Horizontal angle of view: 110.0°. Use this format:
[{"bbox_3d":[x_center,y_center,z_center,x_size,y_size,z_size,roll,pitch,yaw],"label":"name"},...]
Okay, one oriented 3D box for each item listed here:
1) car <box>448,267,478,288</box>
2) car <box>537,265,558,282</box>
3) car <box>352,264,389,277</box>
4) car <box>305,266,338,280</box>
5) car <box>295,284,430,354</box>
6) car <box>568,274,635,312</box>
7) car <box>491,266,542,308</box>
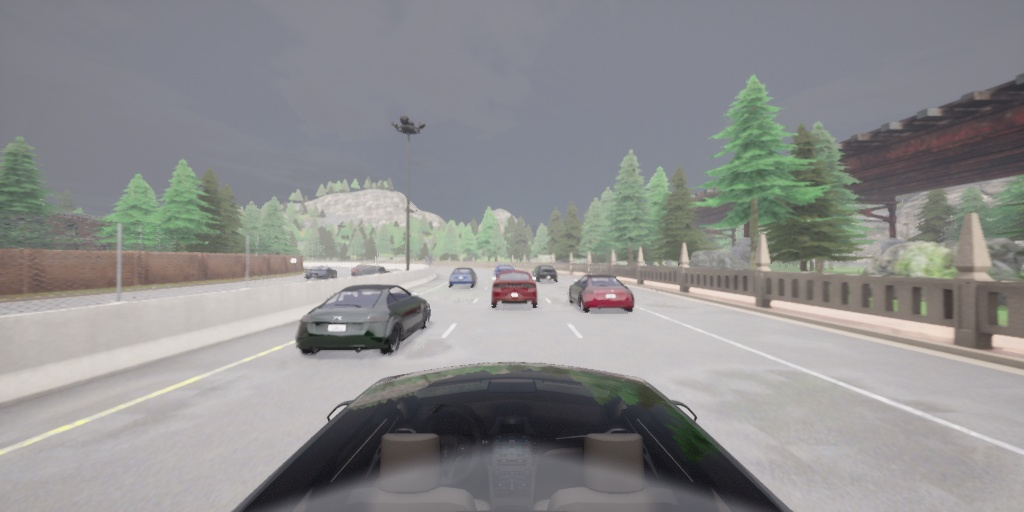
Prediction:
[{"bbox_3d":[-3.621,1.557,26.883,2.033,1.411,5.357,0,-1,-3],"label":"car"},{"bbox_3d":[2.882,1.575,32.746,1.837,1.490,4.892,0,-1,-5],"label":"car"},{"bbox_3d":[-10.907,1.524,27.915,1.837,1.490,4.892,1,0,-4],"label":"car"},{"bbox_3d":[-18.808,1.663,35.546,1.994,1.385,4.181,0,-1,-9],"label":"car"},{"bbox_3d":[-3.400,1.389,8.974,1.994,1.385,4.181,0,-1,0],"label":"car"},{"bbox_3d":[3.600,1.452,15.058,1.994,1.385,4.181,0,-1,0],"label":"car"},{"bbox_3d":[0.101,1.378,16.263,1.882,1.535,5.008,0,-1,0],"label":"car"}]
